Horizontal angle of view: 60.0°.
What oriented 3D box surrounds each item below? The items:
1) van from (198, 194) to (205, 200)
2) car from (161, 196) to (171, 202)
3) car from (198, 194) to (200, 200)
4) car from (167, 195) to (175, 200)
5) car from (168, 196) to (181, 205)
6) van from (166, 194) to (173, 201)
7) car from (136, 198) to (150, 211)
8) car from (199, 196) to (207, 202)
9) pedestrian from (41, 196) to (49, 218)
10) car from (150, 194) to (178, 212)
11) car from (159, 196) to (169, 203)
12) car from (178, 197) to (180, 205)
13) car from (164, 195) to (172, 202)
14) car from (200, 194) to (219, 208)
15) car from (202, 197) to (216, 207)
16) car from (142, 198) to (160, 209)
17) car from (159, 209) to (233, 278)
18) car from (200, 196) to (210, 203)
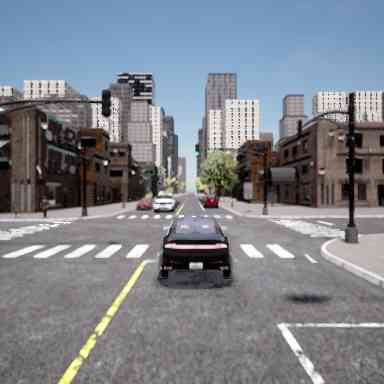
[{"bbox_3d":[2.644,1.343,90.826,1.690,1.788,3.998,0,0,0],"label":"van"},{"bbox_3d":[-5.728,1.566,74.245,1.802,1.307,4.206,0,0,0],"label":"car"},{"bbox_3d":[2.658,1.545,63.199,1.947,1.339,4.313,0,0,0],"label":"car"},{"bbox_3d":[-5.737,1.552,90.821,2.008,1.369,4.403,0,0,0],"label":"car"},{"bbox_3d":[-3.030,1.524,58.539,2.033,1.411,5.357,0,0,0],"label":"car"},{"bbox_3d":[-5.733,1.336,85.295,1.690,1.788,3.998,0,0,0],"label":"van"},{"bbox_3d":[-5.798,1.519,41.097,1.887,1.381,4.507,0,0,0],"label":"car"},{"bbox_3d":[2.649,1.572,79.774,1.802,1.307,4.206,0,0,0],"label":"car"},{"bbox_3d":[-12.526,1.262,28.350,0.375,1.860,0.375,0,1,0],"label":"pedestrian"},{"bbox_3d":[-3.105,1.197,38.155,2.150,2.045,5.566,0,0,0],"label":"car"},{"bbox_3d":[-5.725,1.563,68.720,1.802,1.307,4.206,0,0,0],"label":"car"},{"bbox_3d":[-3.092,1.539,48.207,1.994,1.385,4.181,0,0,0],"label":"car"},{"bbox_3d":[-5.731,1.514,79.600,1.752,1.417,4.829,0,0,0],"label":"car"},{"bbox_3d":[2.668,1.290,46.622,2.192,1.841,5.009,0,0,0],"label":"car"},{"bbox_3d":[2.664,1.542,52.148,1.947,1.339,4.313,0,0,0],"label":"car"},{"bbox_3d":[-5.713,1.540,46.618,1.947,1.339,4.313,0,0,0],"label":"car"},{"bbox_3d":[0.094,1.482,10.072,2.128,1.511,4.902,0,0,0],"label":"car"},{"bbox_3d":[2.655,1.532,68.724,2.008,1.369,4.403,0,0,0],"label":"car"}]
